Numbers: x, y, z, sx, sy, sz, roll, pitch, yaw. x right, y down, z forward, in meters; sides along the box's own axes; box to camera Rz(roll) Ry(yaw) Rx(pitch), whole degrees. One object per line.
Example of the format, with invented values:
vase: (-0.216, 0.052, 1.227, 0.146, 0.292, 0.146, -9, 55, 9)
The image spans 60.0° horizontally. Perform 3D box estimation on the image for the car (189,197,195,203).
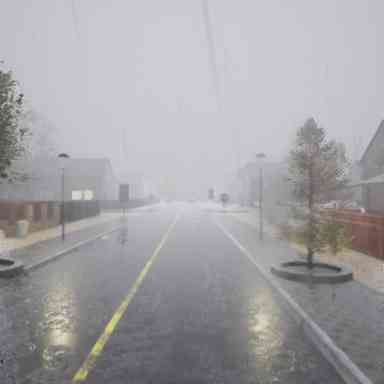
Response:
car: (-0.004, 2.276, 94.403, 1.882, 1.535, 5.008, 0, -1, 0)

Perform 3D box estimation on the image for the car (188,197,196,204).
car: (-0.003, 2.314, 83.147, 2.128, 1.511, 4.902, 0, -1, 0)
